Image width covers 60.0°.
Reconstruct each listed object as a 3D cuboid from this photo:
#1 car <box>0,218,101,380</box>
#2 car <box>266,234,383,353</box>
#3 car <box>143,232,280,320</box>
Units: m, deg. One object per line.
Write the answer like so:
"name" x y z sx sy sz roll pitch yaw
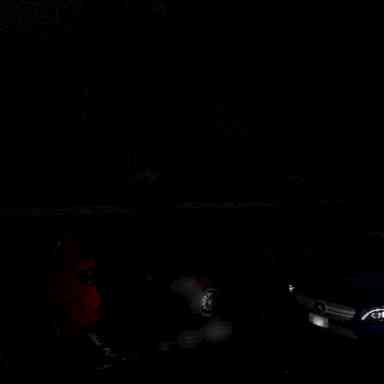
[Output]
"car" -3.631 1.315 3.968 5.009 1.841 2.192 0 0 -35
"car" 3.659 1.525 5.980 4.674 1.442 1.812 0 0 -35
"car" 1.000 1.582 7.261 4.206 1.307 1.802 0 0 -35
